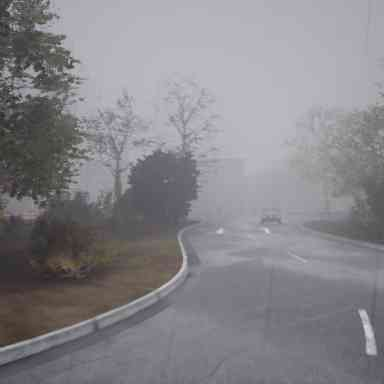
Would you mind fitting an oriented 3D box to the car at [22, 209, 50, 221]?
[{"bbox_3d":[-24.377,3.623,52.221,1.946,1.575,5.366,-2,-1,-2],"label":"car"}]

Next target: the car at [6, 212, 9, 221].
[{"bbox_3d":[-21.857,3.202,39.659,1.946,1.575,5.366,-2,-1,-2],"label":"car"}]

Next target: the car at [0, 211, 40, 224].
[{"bbox_3d":[-23.427,3.416,44.883,4.902,1.511,2.128,-3,-1,-2],"label":"car"}]

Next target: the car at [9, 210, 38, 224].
[{"bbox_3d":[-19.199,3.093,39.741,1.946,1.575,5.366,-2,-1,-2],"label":"car"}]

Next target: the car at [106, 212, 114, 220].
[{"bbox_3d":[-10.706,2.800,40.207,2.231,1.521,4.892,-2,-1,-2],"label":"car"}]

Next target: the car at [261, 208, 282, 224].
[{"bbox_3d":[7.402,2.197,31.005,2.033,1.411,5.357,-1,-1,14],"label":"car"}]
